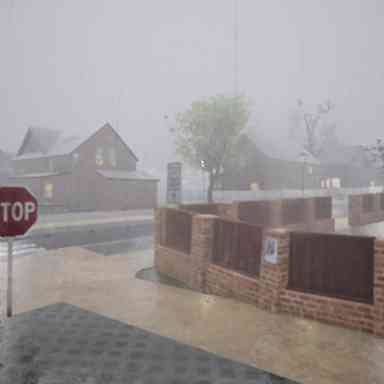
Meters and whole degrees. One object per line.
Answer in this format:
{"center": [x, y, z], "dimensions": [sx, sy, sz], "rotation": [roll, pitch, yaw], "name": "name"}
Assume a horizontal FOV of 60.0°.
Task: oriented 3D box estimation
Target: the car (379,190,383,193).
{"center": [21.888, 0.533, 36.645], "dimensions": [4.892, 1.490, 1.837], "rotation": [-2, 2, -41], "name": "car"}
